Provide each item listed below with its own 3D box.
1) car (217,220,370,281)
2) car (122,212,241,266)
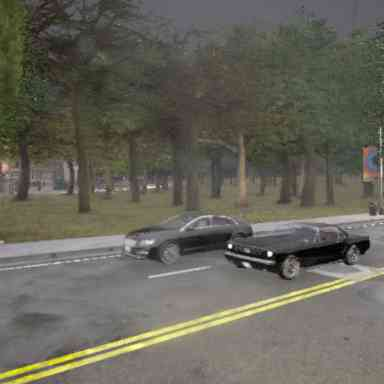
[{"bbox_3d":[3.239,1.586,9.940,4.718,1.301,1.895,0,0,-35],"label":"car"},{"bbox_3d":[0.025,1.481,11.648,4.902,1.511,2.128,0,0,-35],"label":"car"}]
